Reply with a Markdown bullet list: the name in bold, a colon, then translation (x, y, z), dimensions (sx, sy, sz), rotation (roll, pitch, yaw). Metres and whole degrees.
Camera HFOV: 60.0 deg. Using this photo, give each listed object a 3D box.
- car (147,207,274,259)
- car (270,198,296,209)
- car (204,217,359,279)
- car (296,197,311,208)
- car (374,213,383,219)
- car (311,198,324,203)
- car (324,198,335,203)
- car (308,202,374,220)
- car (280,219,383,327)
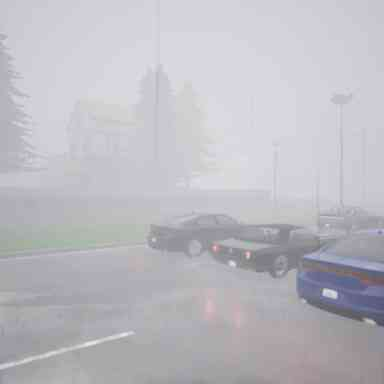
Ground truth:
- **car**: translation (0.709, 1.503, 12.885), dimensions (5.008, 1.535, 1.882), rotation (0, 0, -36)
- **car**: translation (11.966, 1.719, 47.772), dimensions (1.895, 1.301, 4.718), rotation (0, 0, -36)
- **car**: translation (2.881, 1.626, 10.131), dimensions (4.718, 1.301, 1.895), rotation (0, 0, -36)
- **car**: translation (14.709, 1.620, 49.956), dimensions (2.128, 1.511, 4.902), rotation (0, 0, -36)
- **car**: translation (11.030, 1.563, 15.976), dimensions (4.892, 1.490, 1.837), rotation (0, 0, -36)
- **car**: translation (17.566, 1.643, 51.982), dimensions (1.837, 1.490, 4.892), rotation (0, 0, -36)
- **car**: translation (20.935, 1.676, 53.304), dimensions (1.812, 1.442, 4.674), rotation (0, 0, -36)
- **car**: translation (9.094, 1.550, 18.896), dimensions (4.902, 1.511, 2.128), rotation (0, 0, -36)
- **car**: translation (4.251, 1.501, 6.818), dimensions (5.008, 1.535, 1.882), rotation (0, 0, -35)
